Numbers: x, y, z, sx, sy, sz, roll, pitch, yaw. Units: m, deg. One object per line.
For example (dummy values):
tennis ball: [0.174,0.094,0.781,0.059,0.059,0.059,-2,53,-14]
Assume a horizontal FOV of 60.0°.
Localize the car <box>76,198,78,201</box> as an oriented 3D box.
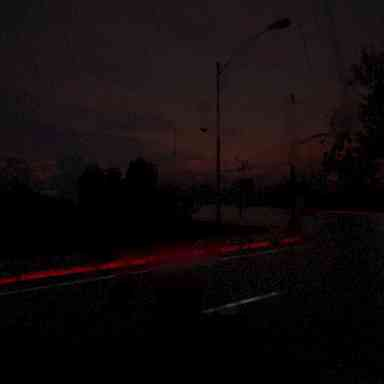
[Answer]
car: [-17.583,1.065,54.347,1.837,1.490,4.892,0,0,-39]
